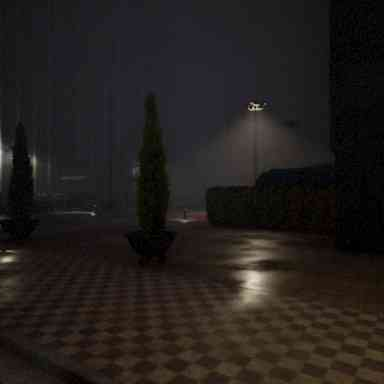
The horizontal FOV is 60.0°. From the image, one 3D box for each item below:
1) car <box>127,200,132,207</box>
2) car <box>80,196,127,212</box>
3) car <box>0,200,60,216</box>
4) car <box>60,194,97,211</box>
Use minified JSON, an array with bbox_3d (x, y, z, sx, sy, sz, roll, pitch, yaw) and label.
[{"bbox_3d":[-8.062,1.491,49.628,2.128,1.511,4.902,0,0,35],"label":"car"},{"bbox_3d":[-10.511,1.505,40.004,1.837,1.490,4.892,0,0,35],"label":"car"},{"bbox_3d":[-15.842,1.505,32.344,1.837,1.490,4.892,0,0,35],"label":"car"},{"bbox_3d":[-14.055,1.221,41.047,2.150,2.045,5.566,0,0,35],"label":"car"}]
